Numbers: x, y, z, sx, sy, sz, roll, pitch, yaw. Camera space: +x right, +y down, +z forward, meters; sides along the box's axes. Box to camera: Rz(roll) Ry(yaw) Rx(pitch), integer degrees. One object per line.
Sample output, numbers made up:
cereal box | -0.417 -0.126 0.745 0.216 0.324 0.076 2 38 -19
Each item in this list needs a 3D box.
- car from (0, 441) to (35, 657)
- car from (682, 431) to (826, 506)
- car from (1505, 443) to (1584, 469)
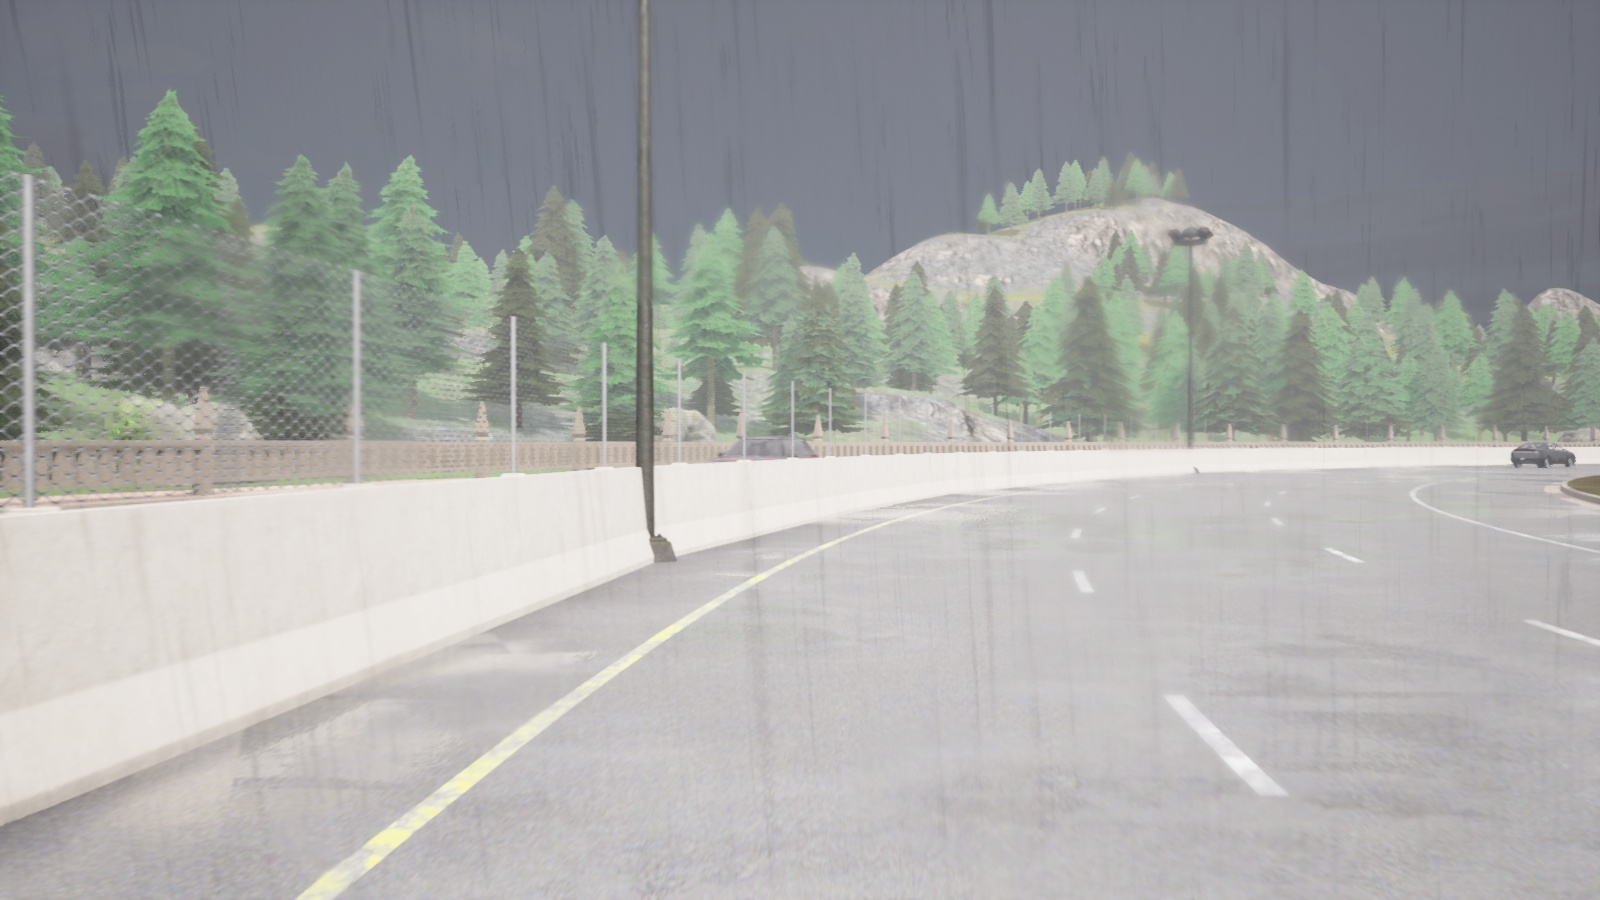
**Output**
car | -6.644 0.704 6.671 1.837 1.490 4.892 0 0 5
car | -1.079 0.422 32.173 2.097 1.767 4.553 0 0 20
car | 43.902 0.346 74.050 4.902 1.511 2.128 0 0 -34
